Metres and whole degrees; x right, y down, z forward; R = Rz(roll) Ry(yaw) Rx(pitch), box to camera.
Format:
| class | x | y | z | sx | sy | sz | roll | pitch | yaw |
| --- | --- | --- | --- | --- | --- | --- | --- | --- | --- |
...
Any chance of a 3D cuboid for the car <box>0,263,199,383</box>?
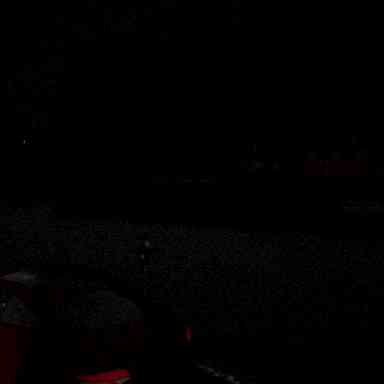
| class | x | y | z | sx | sy | sz | roll | pitch | yaw |
| --- | --- | --- | --- | --- | --- | --- | --- | --- | --- |
| car | -1.868 | 1.583 | 4.135 | 4.206 | 1.307 | 1.802 | 0 | 1 | 36 |
